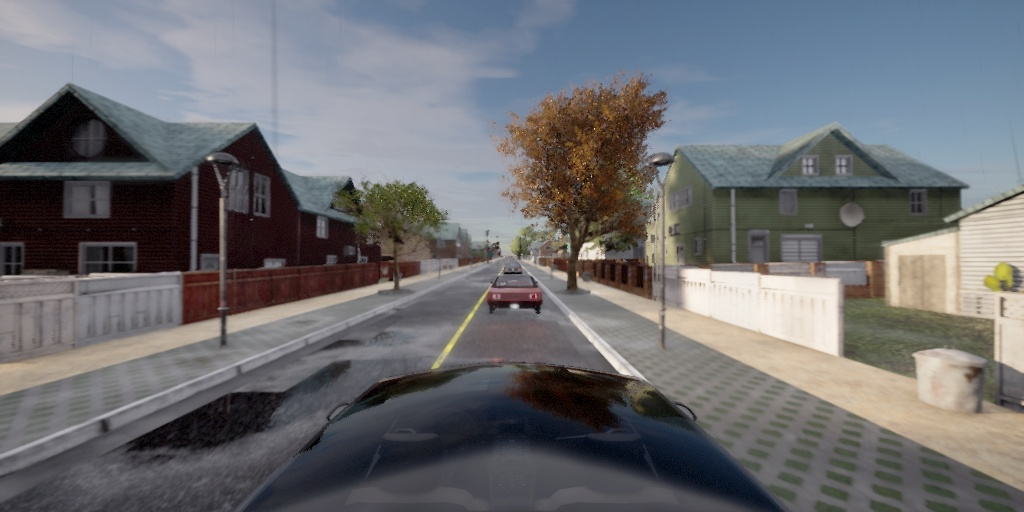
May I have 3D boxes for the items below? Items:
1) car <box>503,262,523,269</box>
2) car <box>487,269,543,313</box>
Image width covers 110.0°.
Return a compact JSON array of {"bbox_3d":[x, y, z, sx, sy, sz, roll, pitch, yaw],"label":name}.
[{"bbox_3d":[0.090,1.305,35.259,2.033,1.411,5.357,0,0,0],"label":"car"},{"bbox_3d":[0.096,1.356,13.958,1.895,1.301,4.718,0,0,0],"label":"car"}]
